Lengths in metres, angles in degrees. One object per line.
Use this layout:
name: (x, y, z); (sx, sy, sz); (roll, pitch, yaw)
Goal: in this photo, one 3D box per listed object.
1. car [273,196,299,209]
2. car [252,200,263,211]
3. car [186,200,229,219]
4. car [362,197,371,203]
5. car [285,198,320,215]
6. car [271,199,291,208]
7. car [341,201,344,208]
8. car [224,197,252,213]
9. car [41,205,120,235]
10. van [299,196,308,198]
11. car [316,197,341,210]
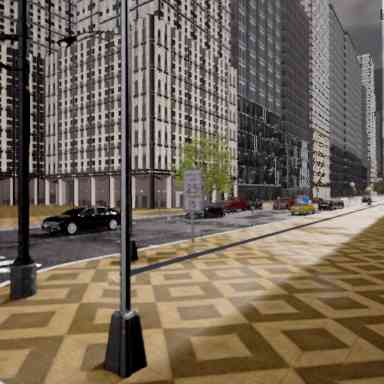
car: (13.286, 1.546, 47.646); (2.097, 1.767, 4.553); (0, 0, 35)
car: (8.147, 1.750, 44.925); (1.947, 1.339, 4.313); (0, 0, 35)
car: (1.264, 1.680, 30.333); (1.994, 1.385, 4.181); (0, 0, 35)
car: (40.880, 1.841, 77.730); (1.947, 1.339, 4.313); (0, 0, 35)
car: (11.920, 1.665, 35.622); (1.752, 1.417, 4.829); (0, 0, 35)
car: (14.604, 1.801, 54.313); (1.802, 1.307, 4.206); (0, 0, 35)
car: (21.508, 1.745, 49.564); (2.008, 1.369, 4.403); (0, 0, 35)
car: (4.918, 1.480, 40.233); (2.192, 1.841, 5.009); (0, 0, 35)
car: (-6.273, 1.565, 19.387); (1.837, 1.490, 4.892); (0, 0, 35)
van: (21.061, 1.592, 63.705); (1.690, 1.788, 3.998); (0, 0, 35)
car: (18.281, 1.743, 44.871); (1.947, 1.339, 4.313); (0, 0, 35)
